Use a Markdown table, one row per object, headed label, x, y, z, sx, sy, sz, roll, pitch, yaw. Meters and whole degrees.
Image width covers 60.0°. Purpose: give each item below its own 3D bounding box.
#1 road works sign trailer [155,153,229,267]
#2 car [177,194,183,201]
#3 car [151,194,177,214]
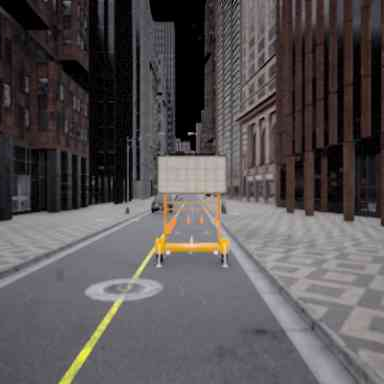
| label | x | y | z | sx | sy | sz | roll | pitch | yaw |
| --- | --- | --- | --- | --- | --- | --- | --- | --- | --- |
| road works sign trailer | 0.003 | 0.473 | 11.433 | 2.380 | 3.560 | 2.880 | 0 | 0 | 0 |
| car | -2.978 | 1.235 | 77.150 | 2.128 | 1.511 | 4.902 | 0 | 0 | 0 |
| car | -3.086 | 1.203 | 35.908 | 2.150 | 2.045 | 5.566 | 0 | 0 | 0 |
